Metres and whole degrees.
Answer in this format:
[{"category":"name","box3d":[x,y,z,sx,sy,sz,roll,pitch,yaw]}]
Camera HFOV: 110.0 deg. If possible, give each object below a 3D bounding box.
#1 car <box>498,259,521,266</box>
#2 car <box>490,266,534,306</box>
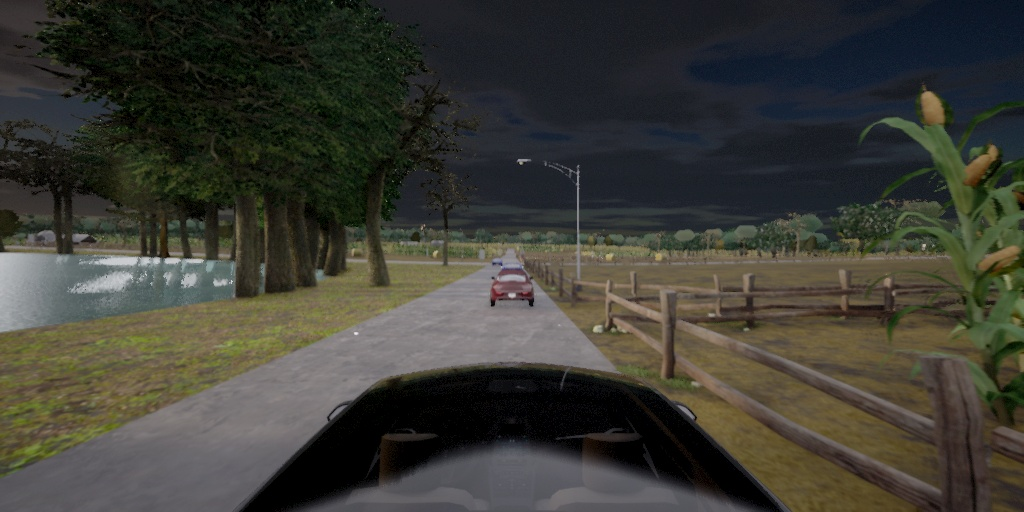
[{"category":"car","box3d":[0.018,1.317,31.319,1.882,1.535,5.008,0,0,0]},{"category":"car","box3d":[0.011,1.356,16.218,1.812,1.442,4.674,0,0,0]}]
